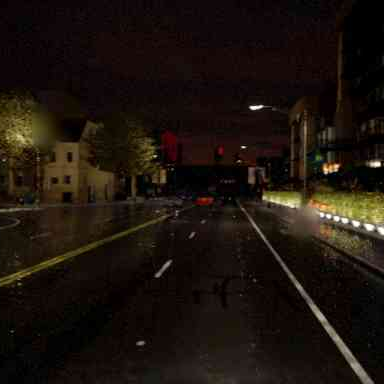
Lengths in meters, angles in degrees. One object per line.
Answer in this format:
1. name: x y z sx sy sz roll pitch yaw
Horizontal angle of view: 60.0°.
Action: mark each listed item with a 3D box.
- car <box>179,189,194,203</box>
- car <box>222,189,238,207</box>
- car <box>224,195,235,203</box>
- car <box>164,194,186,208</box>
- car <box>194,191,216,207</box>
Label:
1. car: -0.410 0.907 59.833 2.150 2.045 5.566 1 0 7
2. car: 5.626 1.055 49.693 2.150 2.045 5.566 1 1 6
3. car: 7.490 1.323 66.181 2.033 1.411 5.357 1 0 6
4. car: -2.379 1.343 42.985 1.895 1.301 4.718 1 0 6
5. car: 1.871 1.135 47.664 2.097 1.767 4.553 1 0 6
